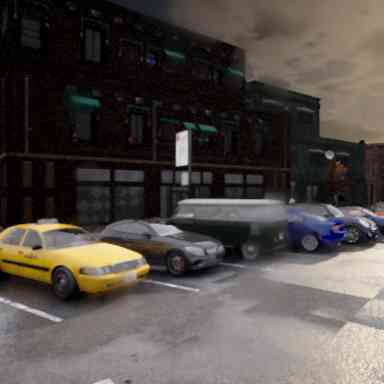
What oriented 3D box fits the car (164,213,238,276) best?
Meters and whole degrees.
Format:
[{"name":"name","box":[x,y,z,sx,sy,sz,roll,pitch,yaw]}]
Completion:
[{"name":"car","box":[-1.204,1.520,10.311,4.674,1.452,2.002,-1,-1,34]}]

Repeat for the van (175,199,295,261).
[{"name":"van","box":[1.136,1.251,12.121,4.442,1.987,1.878,-1,0,34]}]

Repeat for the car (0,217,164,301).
[{"name":"car","box":[-3.488,1.479,8.448,5.366,1.575,1.946,-1,-1,34]}]

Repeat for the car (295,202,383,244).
[{"name":"car","box":[6.099,1.341,15.580,4.553,1.767,2.185,-1,-1,34]}]

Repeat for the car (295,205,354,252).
[{"name":"car","box":[3.681,1.470,13.799,5.008,1.535,2.097,-1,0,34]}]
